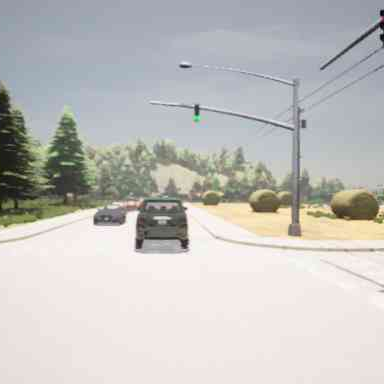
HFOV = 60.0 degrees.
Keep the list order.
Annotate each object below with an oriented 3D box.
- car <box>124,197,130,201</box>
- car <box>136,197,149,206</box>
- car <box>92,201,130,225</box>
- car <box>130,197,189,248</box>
[{"bbox_3d":[-7.128,1.405,40.099,2.097,1.767,4.553,1,0,-5],"label":"car"},{"bbox_3d":[-8.430,1.624,56.691,1.812,1.442,4.674,1,0,-5],"label":"car"},{"bbox_3d":[-5.784,1.575,23.864,1.994,1.385,4.181,1,0,-5],"label":"car"},{"bbox_3d":[-1.342,1.255,15.153,2.150,2.045,5.566,1,0,-5],"label":"car"}]
